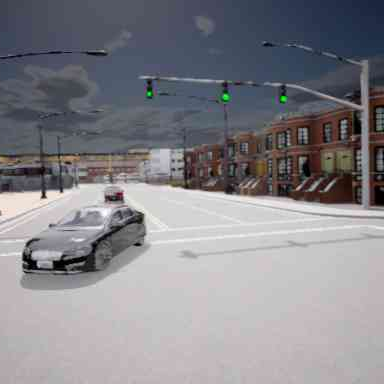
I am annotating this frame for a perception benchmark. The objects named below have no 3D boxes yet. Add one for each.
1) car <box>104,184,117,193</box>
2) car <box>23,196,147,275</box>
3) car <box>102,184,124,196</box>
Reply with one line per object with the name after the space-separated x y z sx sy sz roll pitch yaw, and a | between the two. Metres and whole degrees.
-14.278 -0.678 58.121 1.994 1.385 4.181 -3 3 -14 | car
-2.779 1.173 9.707 2.128 1.511 4.902 -1 4 11 | car
-7.891 0.233 33.382 1.882 1.535 5.008 -3 3 -14 | car
